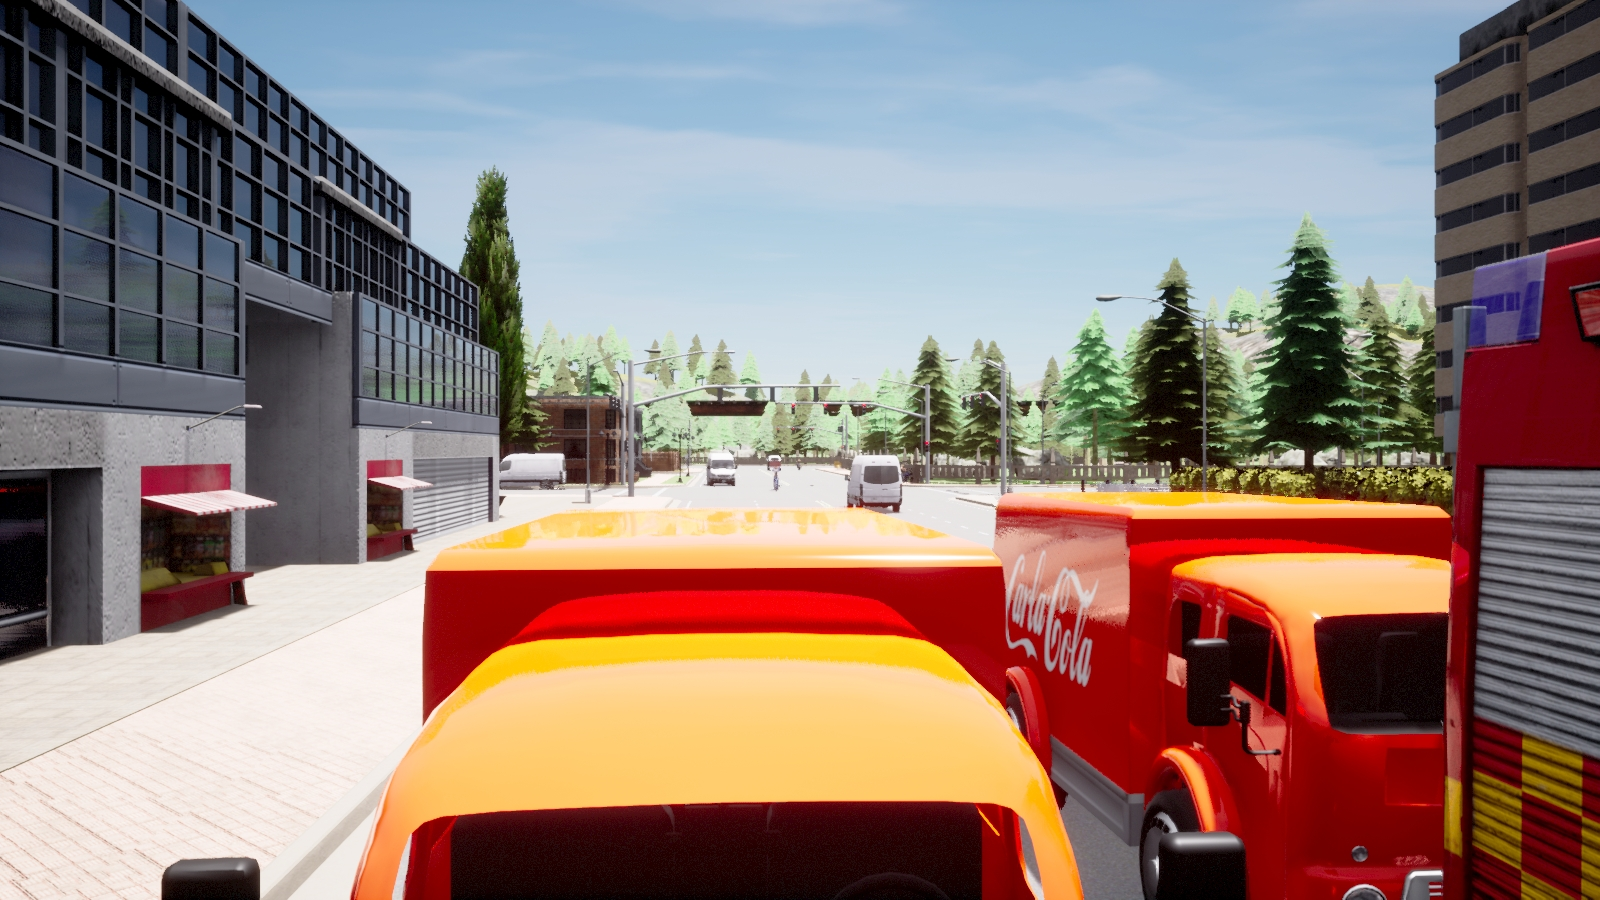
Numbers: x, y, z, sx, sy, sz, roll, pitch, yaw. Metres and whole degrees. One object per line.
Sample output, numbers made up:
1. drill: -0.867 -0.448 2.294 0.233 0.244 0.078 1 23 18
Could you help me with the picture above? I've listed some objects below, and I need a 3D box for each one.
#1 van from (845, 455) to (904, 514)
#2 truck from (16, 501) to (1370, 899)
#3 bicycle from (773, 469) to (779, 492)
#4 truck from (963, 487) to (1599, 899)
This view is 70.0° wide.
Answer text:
1. van: 3.411 1.534 53.444 1.988 2.561 5.915 0 0 -4
2. truck: -0.347 1.568 4.821 2.627 2.467 5.204 0 0 -4
3. bicycle: -1.601 2.056 77.081 0.373 1.496 1.643 0 0 -3
4. truck: 2.963 1.570 7.778 2.627 2.467 5.204 0 0 -4
